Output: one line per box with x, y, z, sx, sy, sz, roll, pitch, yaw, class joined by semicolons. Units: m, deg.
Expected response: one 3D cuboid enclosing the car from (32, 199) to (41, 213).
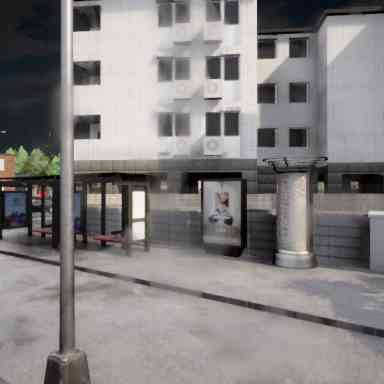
-16.147;1.505;34.085;1.837;1.490;4.892;0;0;35;car
